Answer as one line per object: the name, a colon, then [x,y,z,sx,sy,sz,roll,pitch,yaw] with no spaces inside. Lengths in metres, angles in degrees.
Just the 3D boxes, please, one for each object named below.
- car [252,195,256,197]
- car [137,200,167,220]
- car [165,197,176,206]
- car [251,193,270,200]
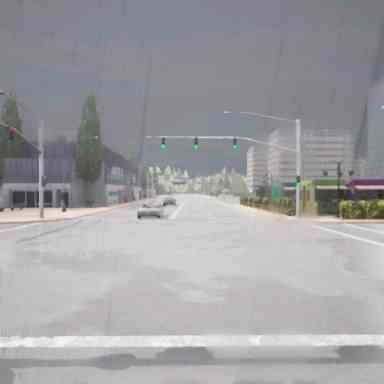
car: [17.842,1.106,83.665,3.866,1.878,1.905,0,0,-1]
car: [-3.482,1.585,28.360,1.895,1.301,4.718,0,0,0]
car: [-3.466,1.514,52.803,2.033,1.411,5.357,0,0,0]
car: [17.824,1.102,86.560,4.605,1.855,1.932,0,0,-1]
